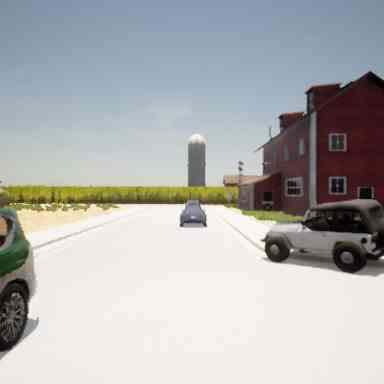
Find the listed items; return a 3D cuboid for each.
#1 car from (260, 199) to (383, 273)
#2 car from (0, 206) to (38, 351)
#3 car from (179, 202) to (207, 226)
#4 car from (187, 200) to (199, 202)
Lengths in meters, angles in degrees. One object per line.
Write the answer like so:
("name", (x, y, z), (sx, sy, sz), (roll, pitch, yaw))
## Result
("car", (4.169, 1.228, 10.413), (1.905, 1.878, 3.866), (-7, 3, -42))
("car", (-3.608, 1.211, 3.230), (2.150, 2.045, 5.566), (0, 0, 0))
("car", (0.102, 1.695, 24.789), (1.994, 1.385, 4.181), (0, 0, 0))
("car", (0.107, 1.703, 41.296), (2.128, 1.511, 4.902), (0, 0, 0))
